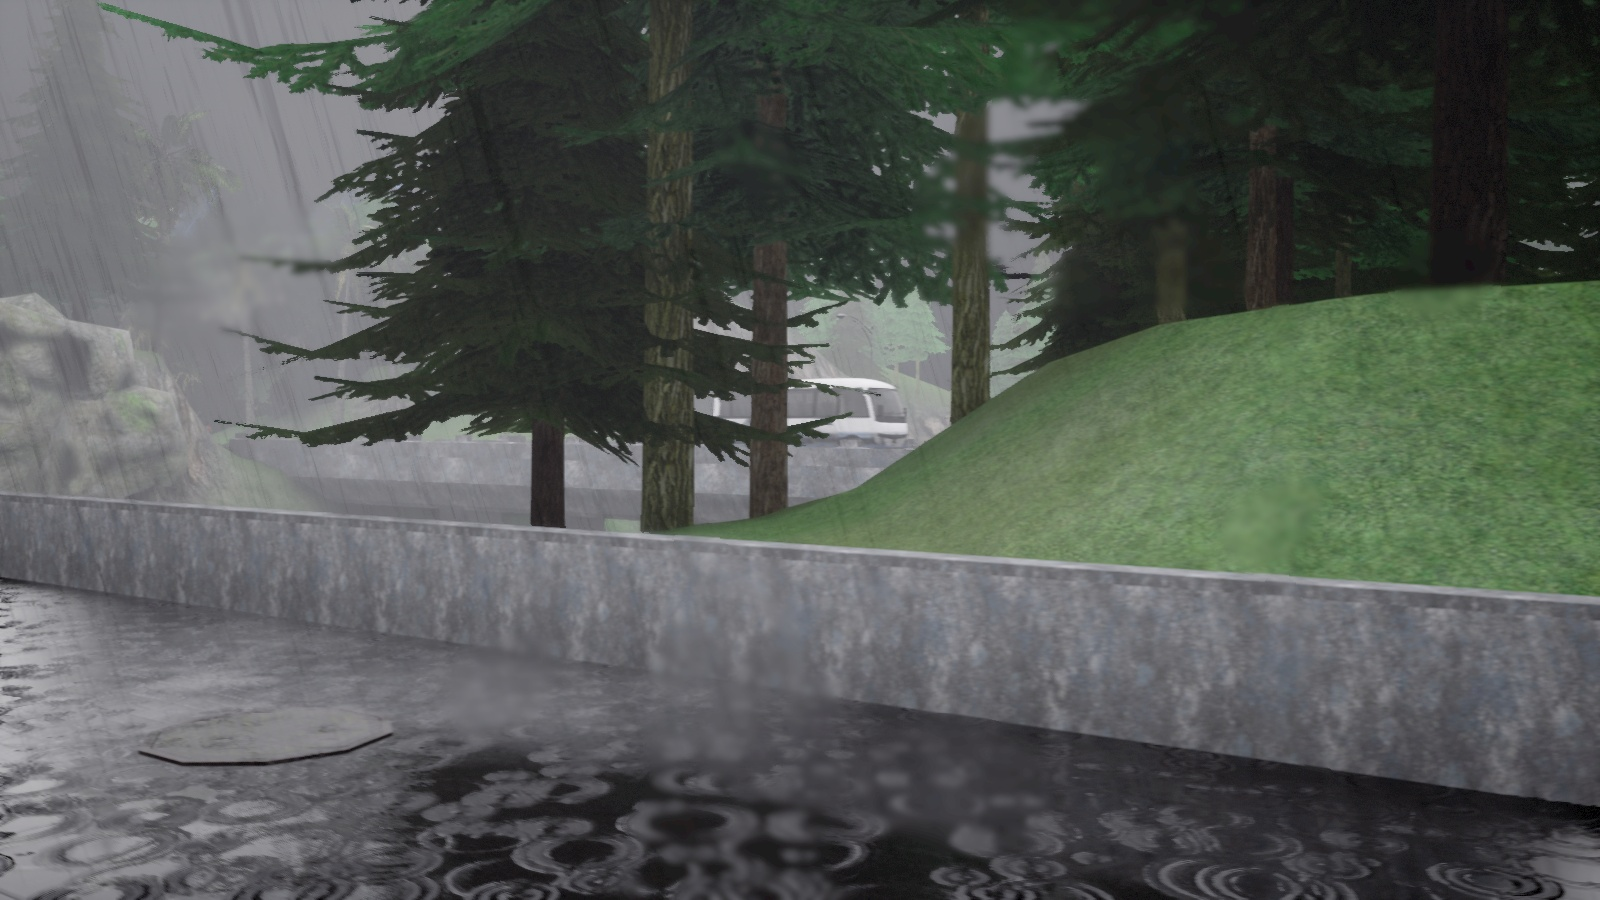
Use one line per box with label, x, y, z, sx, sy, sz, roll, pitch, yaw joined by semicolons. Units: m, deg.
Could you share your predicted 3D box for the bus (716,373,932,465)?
bus;1.098;-1.458;62.921;10.273;4.253;3.944;0;1;34
